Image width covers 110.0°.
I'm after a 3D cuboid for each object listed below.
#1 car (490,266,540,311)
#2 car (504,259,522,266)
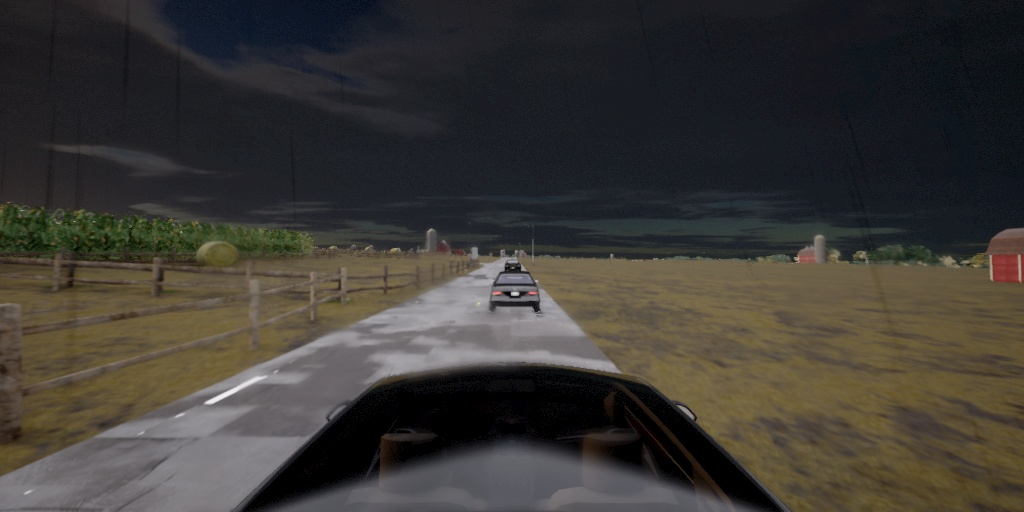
[{"bbox_3d":[0.101,1.293,14.389,2.033,1.411,5.357,0,0,0],"label":"car"},{"bbox_3d":[0.102,1.108,41.247,1.882,1.535,5.008,0,0,0],"label":"car"}]
